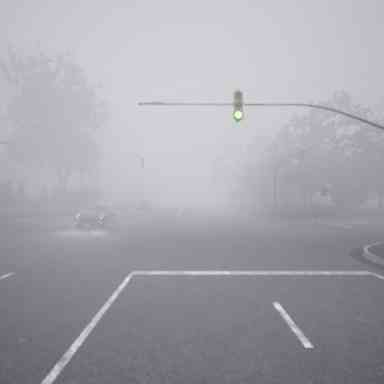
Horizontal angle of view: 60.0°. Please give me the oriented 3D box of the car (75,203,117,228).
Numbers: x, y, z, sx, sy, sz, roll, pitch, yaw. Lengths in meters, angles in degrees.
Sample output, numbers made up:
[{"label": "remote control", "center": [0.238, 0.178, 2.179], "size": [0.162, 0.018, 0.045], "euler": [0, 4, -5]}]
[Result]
[{"label": "car", "center": [-6.986, 1.665, 24.596], "size": [2.097, 1.767, 4.553], "euler": [0, -1, 0]}]

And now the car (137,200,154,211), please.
[{"label": "car", "center": [-6.978, 1.979, 50.239], "size": [2.097, 1.767, 4.553], "euler": [0, -1, 0]}]
